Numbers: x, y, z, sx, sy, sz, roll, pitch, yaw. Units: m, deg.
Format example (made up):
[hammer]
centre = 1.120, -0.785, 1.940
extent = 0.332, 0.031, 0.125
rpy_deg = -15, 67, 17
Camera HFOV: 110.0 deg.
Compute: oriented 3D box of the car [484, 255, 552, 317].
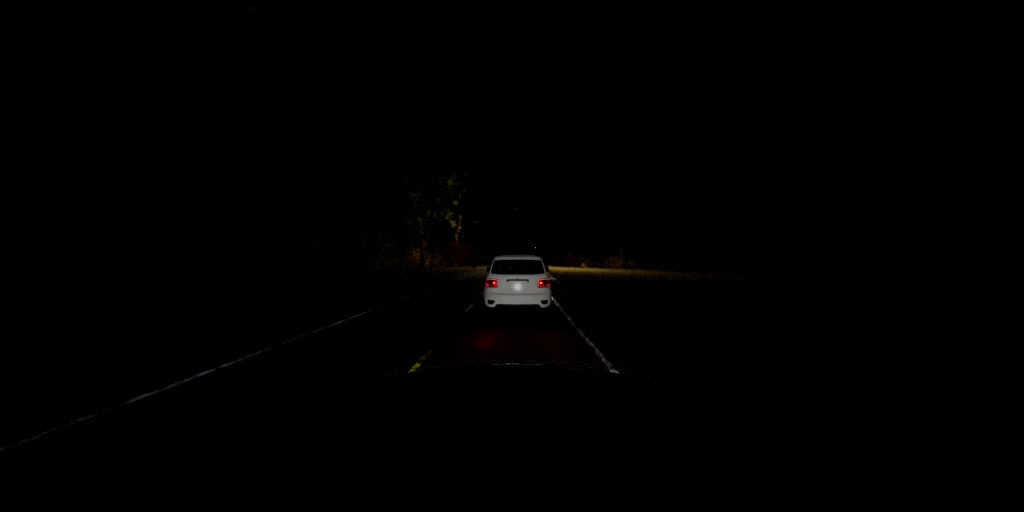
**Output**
[car]
centre = 0.211, 0.973, 13.280
extent = 2.150, 2.045, 5.566
rpy_deg = 0, 0, 1
